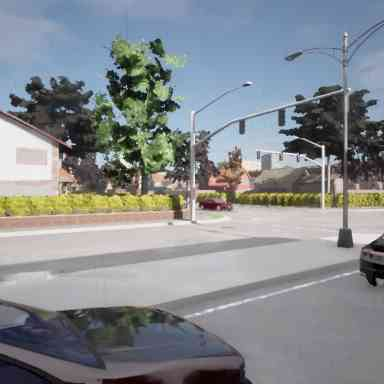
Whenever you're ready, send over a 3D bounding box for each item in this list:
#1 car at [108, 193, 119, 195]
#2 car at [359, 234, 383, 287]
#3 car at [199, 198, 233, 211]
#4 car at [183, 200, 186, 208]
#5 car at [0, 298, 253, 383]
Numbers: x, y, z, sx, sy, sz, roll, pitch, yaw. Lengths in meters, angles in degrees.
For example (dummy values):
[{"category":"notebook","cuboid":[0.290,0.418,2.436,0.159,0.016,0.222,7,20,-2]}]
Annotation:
[{"category":"car","cuboid":[-14.818,1.221,64.621,2.150,2.045,5.566,0,0,-35]},{"category":"car","cuboid":[5.993,1.492,8.067,4.902,1.511,2.128,0,0,-35]},{"category":"car","cuboid":[2.852,1.478,40.240,1.882,1.535,5.008,0,0,-36]},{"category":"car","cuboid":[-2.564,1.352,47.681,2.097,1.767,4.553,0,0,-36]},{"category":"car","cuboid":[-2.035,1.548,2.297,5.357,1.411,2.033,0,0,-35]}]
